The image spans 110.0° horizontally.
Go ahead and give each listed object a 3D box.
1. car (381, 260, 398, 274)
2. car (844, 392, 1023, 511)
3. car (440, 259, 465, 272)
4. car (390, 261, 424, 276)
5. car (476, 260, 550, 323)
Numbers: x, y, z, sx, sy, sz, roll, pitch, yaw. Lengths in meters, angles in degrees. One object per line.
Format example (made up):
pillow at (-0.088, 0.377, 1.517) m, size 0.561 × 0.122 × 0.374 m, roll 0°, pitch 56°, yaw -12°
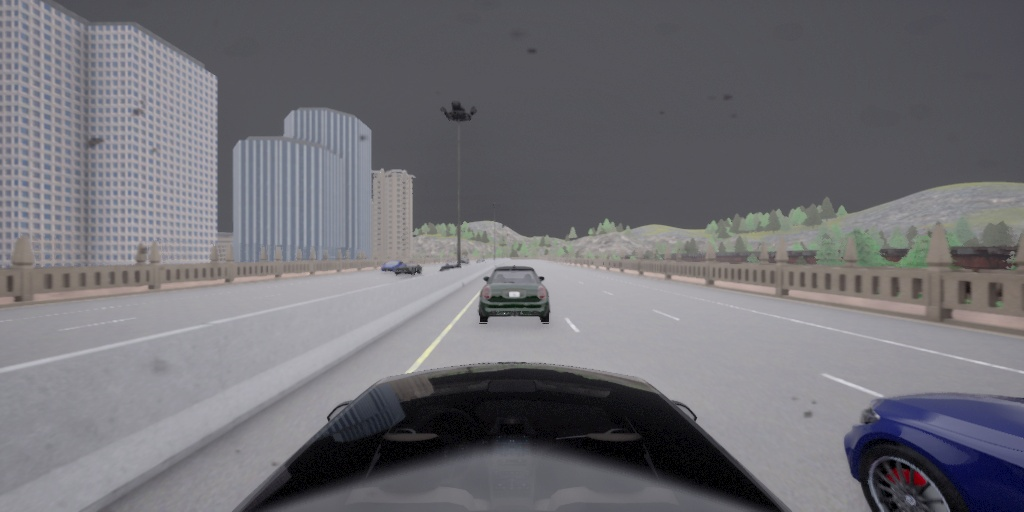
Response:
car at (-14.174, 1.273, 43.223) m, size 1.882 × 1.535 × 5.008 m, roll 0°, pitch 0°, yaw 0°
car at (3.548, 1.272, 0.868) m, size 1.812 × 1.442 × 4.674 m, roll 0°, pitch 0°, yaw 1°
car at (-7.177, 1.389, 42.382) m, size 1.895 × 1.301 × 4.718 m, roll 0°, pitch 0°, yaw 0°
car at (-10.669, 1.389, 37.251) m, size 1.895 × 1.301 × 4.718 m, roll 0°, pitch 0°, yaw 0°
car at (0.070, 1.110, 12.288) m, size 2.097 × 1.767 × 4.553 m, roll 0°, pitch 0°, yaw 0°
